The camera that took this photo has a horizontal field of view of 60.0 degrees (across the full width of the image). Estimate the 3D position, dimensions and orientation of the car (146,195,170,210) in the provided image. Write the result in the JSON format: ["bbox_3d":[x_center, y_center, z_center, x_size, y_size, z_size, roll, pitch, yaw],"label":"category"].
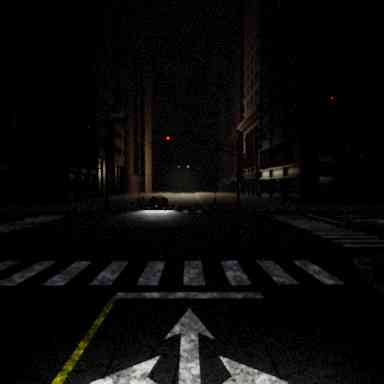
[{"bbox_3d":[-3.185,1.004,31.590,1.994,1.385,4.181,0,2,-1],"label":"car"}]
